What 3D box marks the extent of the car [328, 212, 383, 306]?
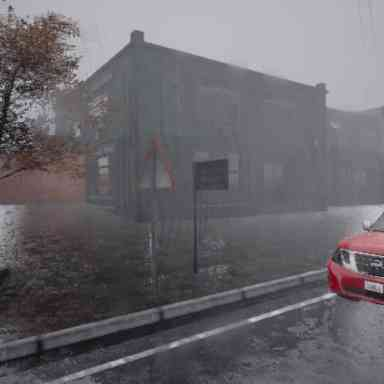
[{"bbox_3d":[5.261,1.210,7.105,5.566,2.045,2.150,0,0,-35],"label":"car"}]
